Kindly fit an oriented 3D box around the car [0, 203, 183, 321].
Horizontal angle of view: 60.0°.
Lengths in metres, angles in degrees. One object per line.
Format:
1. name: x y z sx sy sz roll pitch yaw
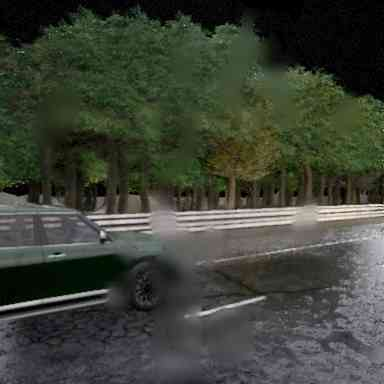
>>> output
1. car: -2.831 1.223 6.045 5.566 2.045 2.150 0 0 -36
